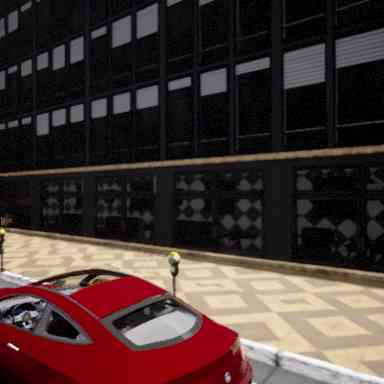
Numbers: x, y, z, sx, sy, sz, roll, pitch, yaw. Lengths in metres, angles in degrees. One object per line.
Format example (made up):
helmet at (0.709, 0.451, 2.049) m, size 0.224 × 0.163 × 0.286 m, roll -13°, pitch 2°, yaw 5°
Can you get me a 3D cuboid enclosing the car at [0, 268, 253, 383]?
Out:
car at (-1.376, 1.578, 3.819) m, size 4.206 × 1.307 × 1.802 m, roll 0°, pitch 0°, yaw 36°
